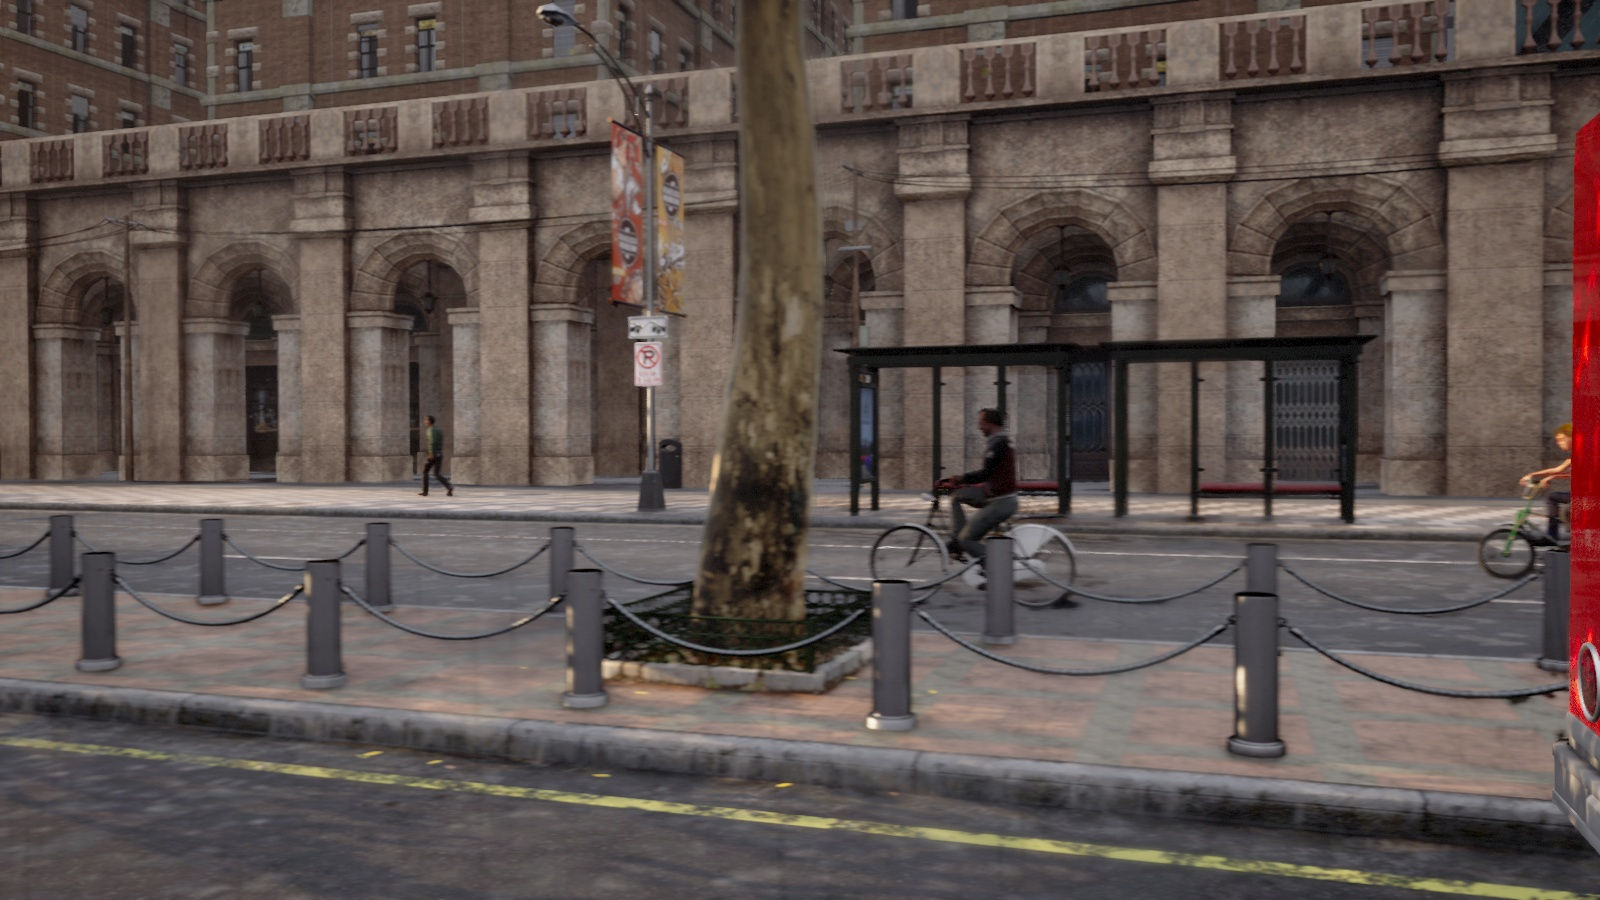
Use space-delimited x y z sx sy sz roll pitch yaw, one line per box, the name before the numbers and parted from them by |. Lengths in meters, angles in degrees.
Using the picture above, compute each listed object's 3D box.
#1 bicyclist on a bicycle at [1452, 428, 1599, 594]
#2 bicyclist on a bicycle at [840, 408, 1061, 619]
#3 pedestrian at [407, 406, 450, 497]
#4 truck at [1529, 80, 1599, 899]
bicyclist on a bicycle | 7.551 0.587 12.776 1.509 1.612 0.866 1 1 19
bicyclist on a bicycle | 1.340 0.523 11.178 1.843 1.776 0.659 1 1 19
pedestrian | -8.038 0.018 27.176 0.788 1.949 0.423 1 1 19
truck | 4.279 0.328 1.747 5.204 2.467 2.627 1 1 19
